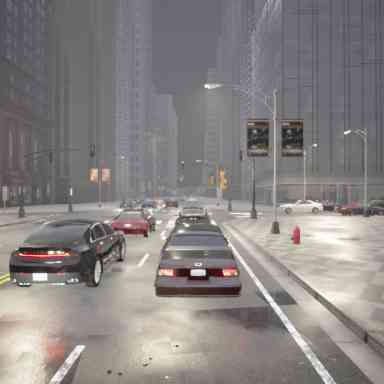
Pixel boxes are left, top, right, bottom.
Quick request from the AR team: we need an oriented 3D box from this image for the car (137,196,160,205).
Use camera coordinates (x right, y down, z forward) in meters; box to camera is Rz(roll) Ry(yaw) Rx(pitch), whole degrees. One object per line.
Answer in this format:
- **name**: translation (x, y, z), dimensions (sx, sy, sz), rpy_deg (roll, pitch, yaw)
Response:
- **car**: translation (-6.521, 1.778, 50.803), dimensions (2.033, 1.411, 5.357), rpy_deg (0, 0, 0)

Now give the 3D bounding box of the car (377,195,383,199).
- **car**: translation (21.522, 1.265, 36.030), dimensions (5.566, 2.045, 2.150), rpy_deg (0, -1, -1)

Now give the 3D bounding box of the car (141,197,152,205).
- **car**: translation (-9.647, 1.907, 71.060), dimensions (1.812, 1.442, 4.674), rpy_deg (0, 0, 0)

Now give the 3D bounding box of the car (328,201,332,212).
- **car**: translation (15.242, 1.663, 38.690), dimensions (4.313, 1.339, 1.947), rpy_deg (0, 0, -1)

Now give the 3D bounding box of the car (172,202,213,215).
- **car**: translation (0.073, 1.544, 18.457), dimensions (1.837, 1.490, 4.892), rpy_deg (0, 0, 1)

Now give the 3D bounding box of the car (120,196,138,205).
- **car**: translation (-9.801, 1.735, 50.694), dimensions (1.837, 1.490, 4.892), rpy_deg (0, 0, -2)

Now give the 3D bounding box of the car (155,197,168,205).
- **car**: translation (-6.398, 1.900, 70.161), dimensions (2.128, 1.511, 4.902), rpy_deg (0, 0, 0)

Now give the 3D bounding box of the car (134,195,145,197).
- **car**: translation (-9.729, 1.523, 60.714), dimensions (2.150, 2.045, 5.566), rpy_deg (0, 0, 0)

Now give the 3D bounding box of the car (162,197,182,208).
- **car**: translation (-3.089, 1.716, 51.993), dimensions (1.882, 1.535, 5.008), rpy_deg (0, 0, 0)

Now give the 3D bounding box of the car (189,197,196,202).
- **car**: translation (0.133, 2.029, 91.171), dimensions (1.882, 1.535, 5.008), rpy_deg (0, 0, 0)

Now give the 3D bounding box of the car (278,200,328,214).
- **car**: translation (11.688, 1.602, 35.882), dimensions (4.674, 1.442, 1.812), rpy_deg (0, -1, -1)

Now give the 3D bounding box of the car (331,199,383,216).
- **car**: translation (15.359, 1.577, 30.166), dimensions (4.206, 1.307, 1.802), rpy_deg (0, 0, -1)

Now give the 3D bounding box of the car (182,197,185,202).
- **car**: translation (-3.118, 2.104, 91.293), dimensions (1.994, 1.385, 4.181), rpy_deg (0, 0, 0)

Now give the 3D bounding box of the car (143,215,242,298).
- **car**: translation (0.119, 1.557, 8.718), dimensions (2.033, 1.411, 5.357), rpy_deg (0, 0, 0)

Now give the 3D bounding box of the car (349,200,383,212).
- **car**: translation (20.881, 1.644, 38.769), dimensions (4.313, 1.339, 1.947), rpy_deg (0, 0, -1)

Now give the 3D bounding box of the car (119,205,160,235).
- **car**: translation (-3.124, 1.602, 18.207), dimensions (1.994, 1.385, 4.181), rpy_deg (0, 0, 0)

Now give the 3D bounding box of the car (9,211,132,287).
- **car**: translation (-3.137, 1.516, 9.307), dimensions (1.837, 1.490, 4.892), rpy_deg (0, 0, 0)

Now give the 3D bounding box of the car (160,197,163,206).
- **car**: translation (-6.483, 1.649, 60.085), dimensions (2.097, 1.767, 4.553), rpy_deg (0, 0, 0)

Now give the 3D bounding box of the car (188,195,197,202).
- **car**: translation (0.118, 1.687, 80.594), dimensions (2.150, 2.045, 5.566), rpy_deg (0, 0, 0)
